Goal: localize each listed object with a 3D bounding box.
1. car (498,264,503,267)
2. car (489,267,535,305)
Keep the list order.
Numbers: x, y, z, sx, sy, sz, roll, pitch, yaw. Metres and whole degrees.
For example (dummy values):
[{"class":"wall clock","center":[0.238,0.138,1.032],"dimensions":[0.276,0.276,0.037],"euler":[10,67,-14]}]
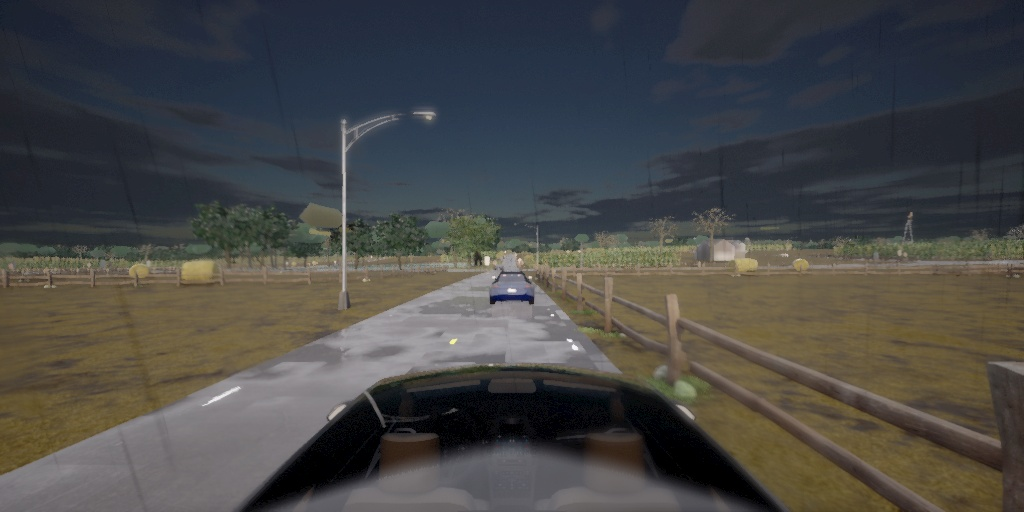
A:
[{"class":"car","center":[0.000,1.624,31.549],"dimensions":[1.895,1.301,4.718],"euler":[0,-1,0]},{"class":"car","center":[0.000,1.386,16.509],"dimensions":[1.994,1.385,4.181],"euler":[0,0,0]}]
